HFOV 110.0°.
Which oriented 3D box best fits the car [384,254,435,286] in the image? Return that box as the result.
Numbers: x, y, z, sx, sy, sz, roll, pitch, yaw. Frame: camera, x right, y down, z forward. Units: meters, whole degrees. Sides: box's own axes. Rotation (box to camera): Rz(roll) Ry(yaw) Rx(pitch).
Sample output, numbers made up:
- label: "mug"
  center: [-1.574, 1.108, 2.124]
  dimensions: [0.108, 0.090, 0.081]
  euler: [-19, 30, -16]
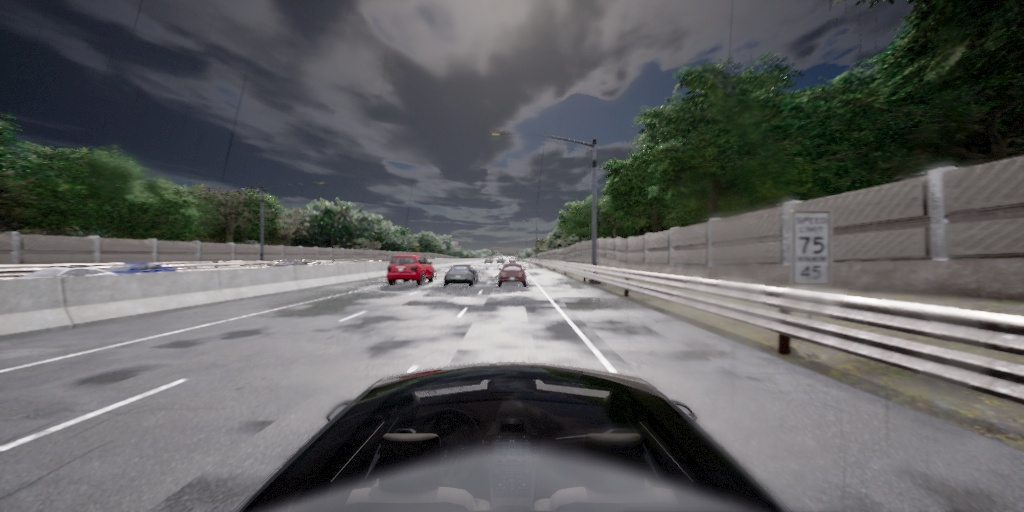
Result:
- label: "car"
  center: [-6.981, 0.957, 25.170]
  dimensions: [2.150, 2.045, 5.566]
  euler: [0, 0, 0]

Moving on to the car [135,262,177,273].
- label: "car"
  center: [-24.540, 1.170, 23.130]
  dimensions: [1.882, 1.535, 5.008]
  euler: [0, 0, 1]

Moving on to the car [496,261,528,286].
- label: "car"
  center: [0.019, 1.278, 25.095]
  dimensions: [1.812, 1.442, 4.674]
  euler: [0, 0, 0]

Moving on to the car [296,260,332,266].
- label: "car"
  center: [-20.976, 1.304, 39.246]
  dimensions: [1.895, 1.301, 4.718]
  euler: [0, 0, 0]

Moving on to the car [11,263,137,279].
- label: "car"
  center: [-21.072, 1.226, 16.788]
  dimensions: [1.812, 1.442, 4.674]
  euler: [0, 0, 0]

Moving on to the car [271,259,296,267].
- label: "car"
  center: [-24.472, 1.135, 39.595]
  dimensions: [2.128, 1.511, 4.902]
  euler: [0, 0, 0]

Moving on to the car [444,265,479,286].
- label: "car"
  center: [-3.481, 1.308, 25.115]
  dimensions: [1.994, 1.385, 4.181]
  euler: [0, 0, 0]
